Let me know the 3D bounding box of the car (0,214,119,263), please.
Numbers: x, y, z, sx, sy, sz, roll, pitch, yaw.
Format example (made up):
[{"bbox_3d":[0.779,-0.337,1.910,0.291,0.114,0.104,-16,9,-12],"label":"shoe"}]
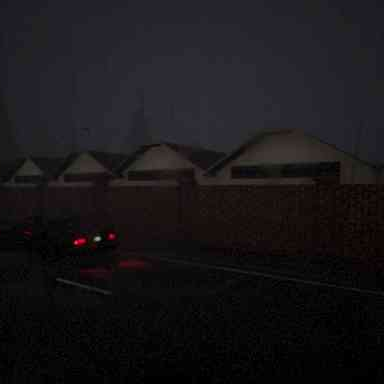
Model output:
[{"bbox_3d":[-4.981,1.500,11.821,5.357,1.411,2.033,0,0,36],"label":"car"}]
